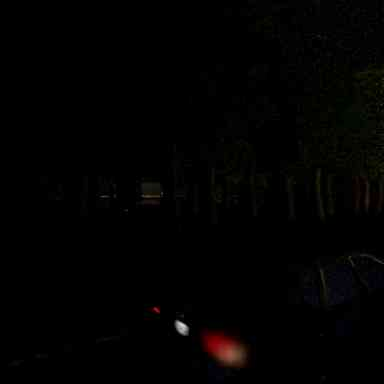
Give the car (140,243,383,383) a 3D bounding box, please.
[{"bbox_3d":[1.925,1.543,5.121,5.357,1.411,2.033,0,0,-36],"label":"car"}]
